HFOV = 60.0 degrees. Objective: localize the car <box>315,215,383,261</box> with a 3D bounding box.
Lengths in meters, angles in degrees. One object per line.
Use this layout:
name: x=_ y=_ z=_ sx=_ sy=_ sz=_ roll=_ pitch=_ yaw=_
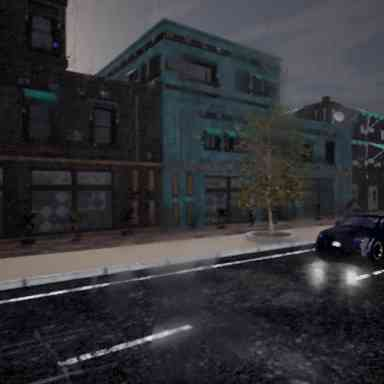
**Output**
car: x=6.457 y=1.556 z=12.290 sx=4.181 sy=1.385 sz=1.994 roll=0 pitch=0 yaw=-36
